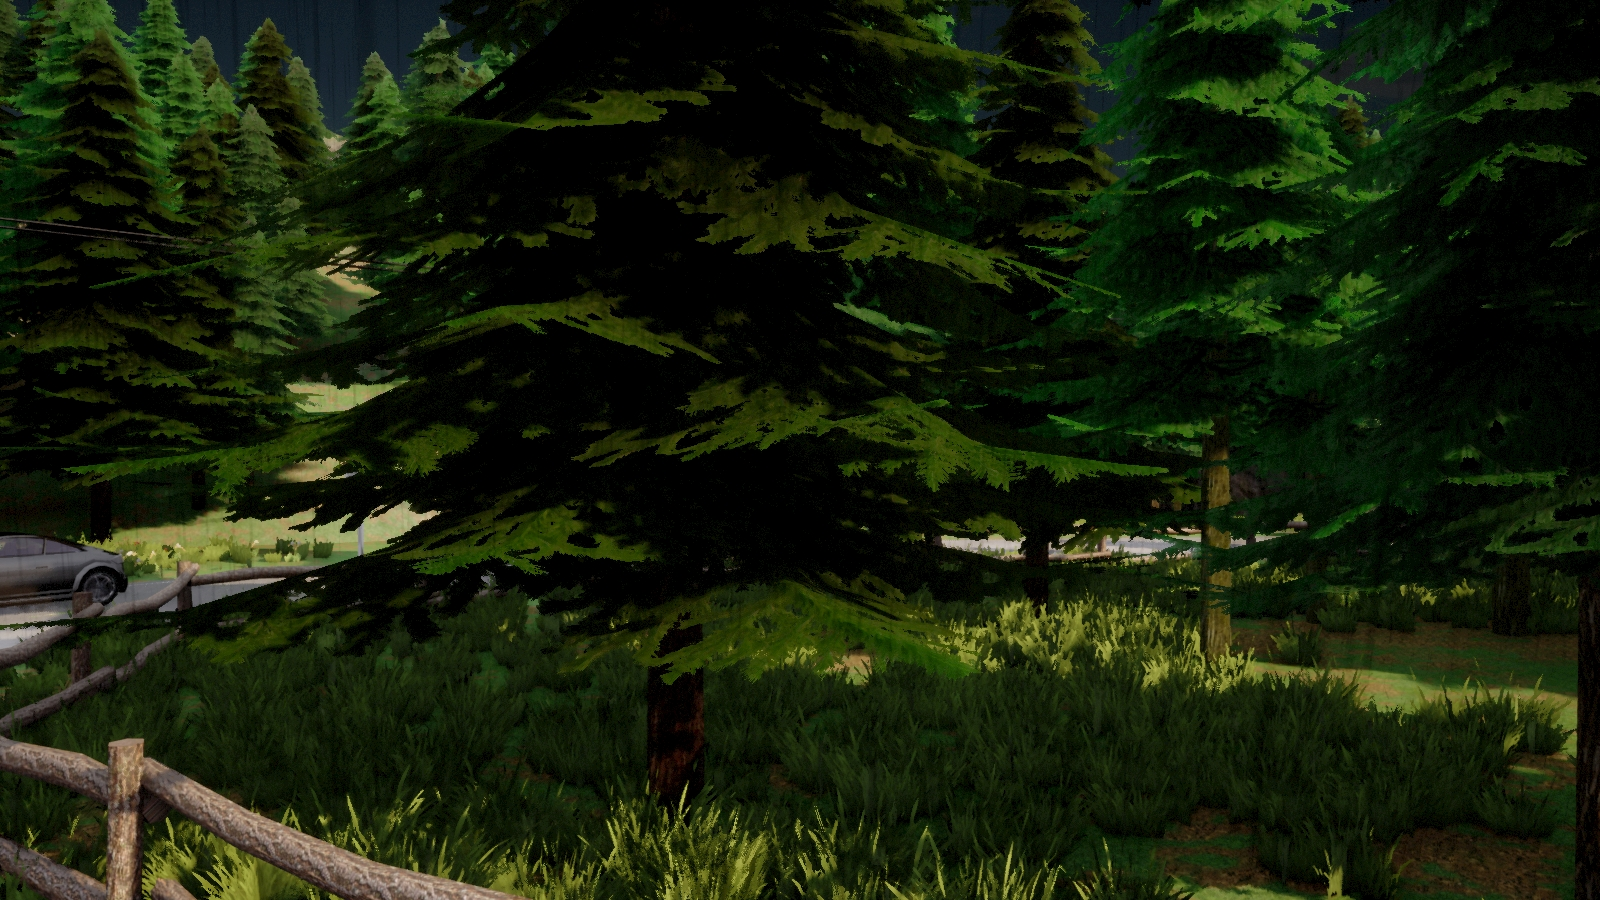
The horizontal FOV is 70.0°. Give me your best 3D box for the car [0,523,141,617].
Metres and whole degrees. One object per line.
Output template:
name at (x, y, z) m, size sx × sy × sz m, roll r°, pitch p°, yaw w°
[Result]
car at (-14.212, 2.119, 20.008) m, size 1.994 × 1.385 × 4.181 m, roll 0°, pitch 0°, yaw 33°
